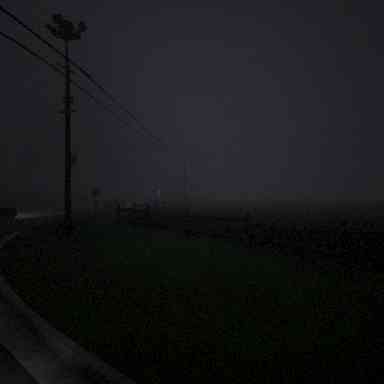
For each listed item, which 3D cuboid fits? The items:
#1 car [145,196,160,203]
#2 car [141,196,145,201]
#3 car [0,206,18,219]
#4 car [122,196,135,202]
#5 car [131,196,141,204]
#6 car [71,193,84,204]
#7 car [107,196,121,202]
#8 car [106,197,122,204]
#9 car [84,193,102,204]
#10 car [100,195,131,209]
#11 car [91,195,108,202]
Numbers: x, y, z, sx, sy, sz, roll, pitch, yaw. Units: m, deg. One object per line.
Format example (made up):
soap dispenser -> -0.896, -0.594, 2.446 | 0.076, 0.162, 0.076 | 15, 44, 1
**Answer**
car -> -8.235, 1.691, 72.126 | 1.895, 1.301, 4.718 | 0, 0, 6
car -> -11.248, 1.533, 77.056 | 1.895, 1.301, 4.718 | 0, 0, 6
car -> -16.323, 1.653, 26.966 | 1.895, 1.301, 4.718 | 0, 0, 6
car -> -14.729, 1.538, 77.415 | 1.895, 1.301, 4.718 | 0, 0, 6
car -> -12.321, 1.572, 66.661 | 1.882, 1.535, 5.008 | 0, 0, 6
car -> -22.763, 1.316, 67.770 | 2.150, 2.045, 5.566 | 0, 0, 6
car -> -18.210, 1.543, 77.775 | 1.895, 1.301, 4.718 | 0, 0, 6
car -> -15.757, 1.701, 67.465 | 1.895, 1.301, 4.718 | 0, 0, 6
car -> -19.282, 1.311, 67.410 | 2.150, 2.045, 5.566 | 0, 0, 6
car -> -10.732, 1.560, 46.965 | 2.128, 1.511, 4.902 | 0, 0, 6
car -> -21.695, 1.478, 78.105 | 2.128, 1.511, 4.902 | 0, 0, 6
